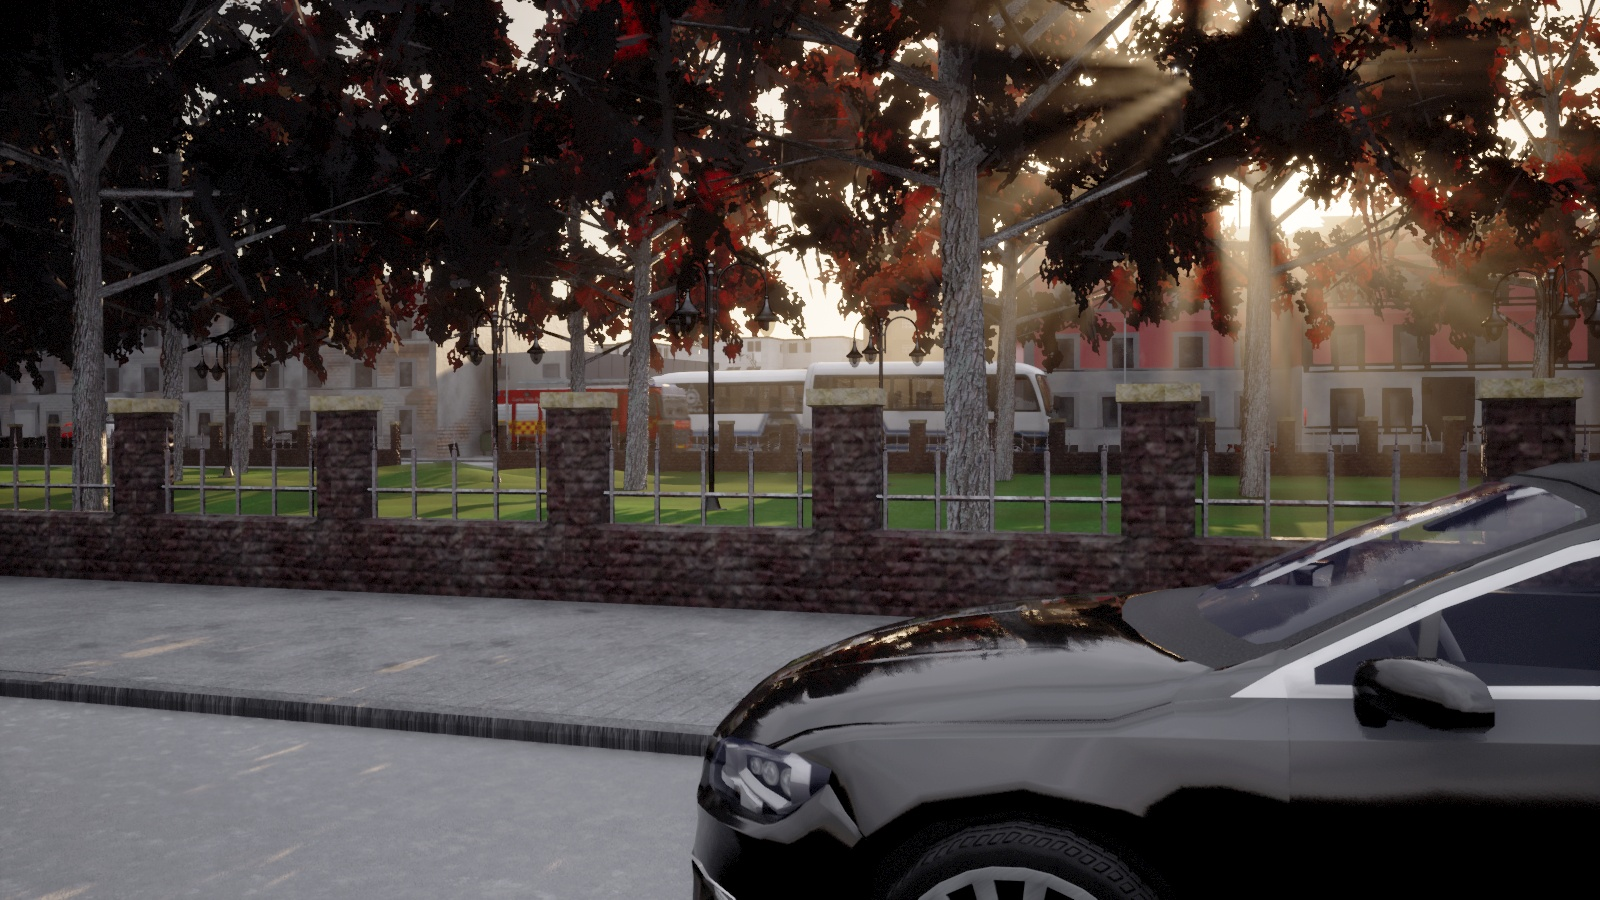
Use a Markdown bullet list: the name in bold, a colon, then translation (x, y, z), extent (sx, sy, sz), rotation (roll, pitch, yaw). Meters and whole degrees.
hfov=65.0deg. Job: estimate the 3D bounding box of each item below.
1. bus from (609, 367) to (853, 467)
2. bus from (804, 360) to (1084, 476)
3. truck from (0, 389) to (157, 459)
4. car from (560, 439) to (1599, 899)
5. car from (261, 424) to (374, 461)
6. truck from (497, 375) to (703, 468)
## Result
- **bus**: translation (-3.111, -1.472, 56.843), extent (10.273, 4.253, 3.944), rotation (1, 1, 19)
- **bus**: translation (5.699, -1.323, 49.617), extent (10.273, 4.253, 3.944), rotation (1, 1, 19)
- **truck**: translation (-37.139, -1.322, 64.181), extent (7.936, 3.462, 2.891), rotation (1, 1, 19)
- **car**: translation (2.130, 0.741, 3.057), extent (4.902, 1.511, 2.128), rotation (0, 1, 17)
- **car**: translation (-22.781, -0.365, 59.328), extent (4.611, 1.667, 2.242), rotation (1, 1, 19)
- **truck**: translation (-8.704, -1.244, 54.524), extent (8.468, 3.827, 2.891), rotation (1, 1, 19)
